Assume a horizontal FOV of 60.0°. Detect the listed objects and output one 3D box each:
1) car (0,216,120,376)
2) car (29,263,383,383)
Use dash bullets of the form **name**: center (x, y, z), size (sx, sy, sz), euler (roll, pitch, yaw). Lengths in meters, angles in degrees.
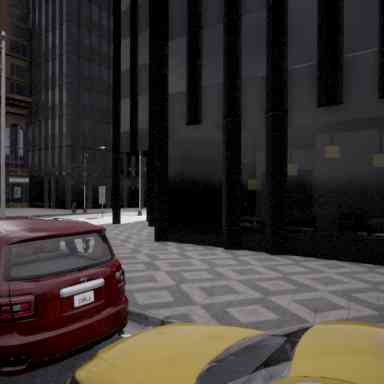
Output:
- **car**: center (-3.189, 1.314, 5.228), size (5.009, 1.841, 2.192), euler (0, 0, 35)
- **car**: center (1.092, 1.525, 2.180), size (4.829, 1.417, 1.752), euler (0, 0, 35)
